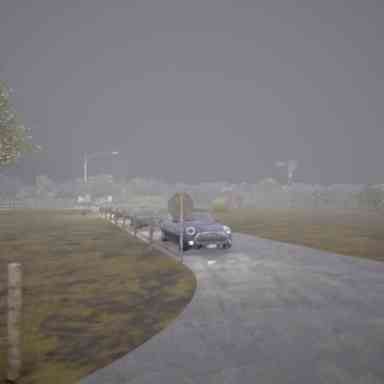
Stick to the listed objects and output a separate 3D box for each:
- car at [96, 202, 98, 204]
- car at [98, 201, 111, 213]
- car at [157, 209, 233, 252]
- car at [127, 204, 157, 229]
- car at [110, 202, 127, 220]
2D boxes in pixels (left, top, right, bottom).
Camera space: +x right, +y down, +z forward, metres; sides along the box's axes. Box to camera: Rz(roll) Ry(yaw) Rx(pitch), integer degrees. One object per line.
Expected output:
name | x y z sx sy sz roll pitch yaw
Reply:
car | -23.791 3.144 88.336 2.097 1.767 4.553 1 -2 -18
car | -12.340 2.239 49.486 2.097 1.767 4.553 1 -1 -20
car | 0.095 1.558 15.099 2.097 1.767 4.553 1 -1 -19
car | -3.296 1.858 24.496 1.837 1.490 4.892 1 -1 -20
car | -7.014 2.034 34.669 1.837 1.490 4.892 1 -1 -20
